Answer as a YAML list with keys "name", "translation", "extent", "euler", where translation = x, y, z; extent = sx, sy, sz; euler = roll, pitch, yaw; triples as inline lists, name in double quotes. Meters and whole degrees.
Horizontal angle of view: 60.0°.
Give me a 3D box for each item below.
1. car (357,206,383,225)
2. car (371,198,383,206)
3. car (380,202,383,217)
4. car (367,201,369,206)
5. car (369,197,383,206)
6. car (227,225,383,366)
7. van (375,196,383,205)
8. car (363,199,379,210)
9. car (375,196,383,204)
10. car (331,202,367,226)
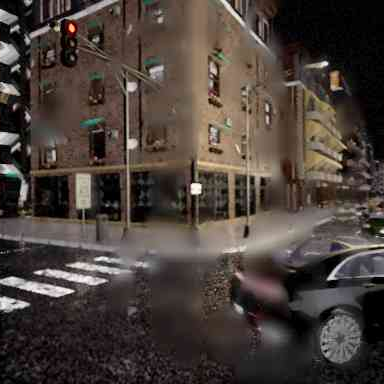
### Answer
- name: "car"
  translation: [9.845, 1.646, 16.964]
  extent: [1.994, 1.385, 4.181]
  euler: [-1, -1, 32]
- name: "car"
  translation: [35.123, 1.921, 63.006]
  extent: [1.752, 1.417, 4.829]
  euler: [-1, -1, 32]
- name: "car"
  translation: [20.303, 1.750, 33.775]
  extent: [1.994, 1.385, 4.181]
  euler: [-1, -1, 32]
- name: "car"
  translation: [17.302, 1.750, 34.041]
  extent: [2.008, 1.369, 4.403]
  euler: [-1, -1, 32]
- name: "car"
  translation: [14.996, 1.485, 25.302]
  extent: [2.097, 1.767, 4.553]
  euler: [-1, -1, 32]
- name: "car"
  translation: [3.025, 1.484, 5.470]
  extent: [4.902, 1.511, 2.128]
  euler: [0, 0, -14]
- name: "van"
  translation: [41.181, 1.810, 72.857]
  extent: [1.690, 1.788, 3.998]
  euler: [-1, -1, 32]
- name: "car"
  translation: [26.168, 1.819, 48.452]
  extent: [1.752, 1.417, 4.829]
  euler: [-1, -1, 32]
- name: "car"
  translation: [44.165, 1.821, 77.708]
  extent: [2.192, 1.841, 5.009]
  euler: [-1, -1, 32]
- name: "car"
  translation: [11.331, 1.689, 24.338]
  extent: [2.008, 1.369, 4.403]
  euler: [-1, -1, 32]
